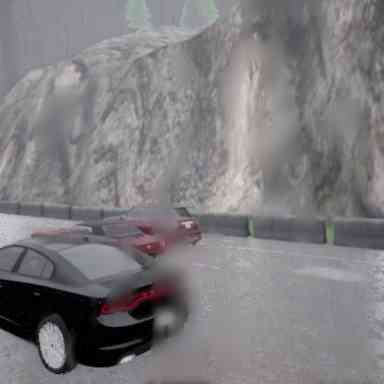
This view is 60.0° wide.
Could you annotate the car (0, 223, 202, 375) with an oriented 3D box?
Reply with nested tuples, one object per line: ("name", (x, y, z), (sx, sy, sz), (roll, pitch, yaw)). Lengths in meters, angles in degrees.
("car", (-2.334, 1.459, 5.658), (5.008, 1.535, 1.882), (0, 0, 36))

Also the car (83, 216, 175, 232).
("car", (-3.040, 1.565, 10.462), (4.718, 1.301, 1.895), (0, 0, 36))

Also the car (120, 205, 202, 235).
("car", (-1.880, 1.309, 13.934), (4.553, 1.767, 2.097), (0, 0, 36))
